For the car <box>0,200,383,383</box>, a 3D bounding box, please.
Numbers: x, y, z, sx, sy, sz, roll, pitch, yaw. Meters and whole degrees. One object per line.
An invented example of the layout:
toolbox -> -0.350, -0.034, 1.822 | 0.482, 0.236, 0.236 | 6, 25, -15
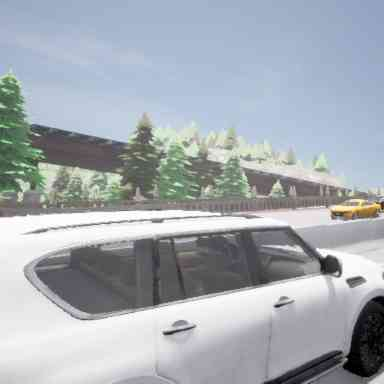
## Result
car -> 0.155, 1.223, 3.851 | 5.566, 2.045, 2.150 | 0, 0, -35

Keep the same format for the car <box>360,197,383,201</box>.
car -> 12.786, 1.350, 25.968 | 5.008, 1.535, 1.882 | -1, 0, -35
